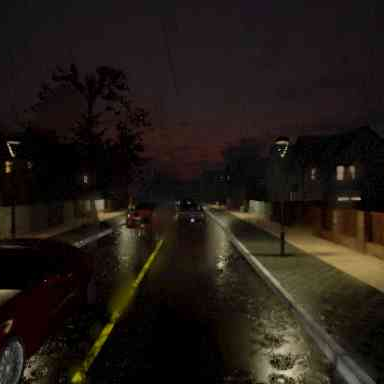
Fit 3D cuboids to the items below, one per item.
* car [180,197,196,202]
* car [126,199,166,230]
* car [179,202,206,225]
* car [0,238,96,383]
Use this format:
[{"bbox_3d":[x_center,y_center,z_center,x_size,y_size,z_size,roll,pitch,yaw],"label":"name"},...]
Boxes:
[{"bbox_3d":[-0.523,1.465,43.503,2.097,1.767,4.553,0,0,-3],"label":"car"},{"bbox_3d":[-2.851,1.380,21.464,2.097,1.767,4.553,0,0,0],"label":"car"},{"bbox_3d":[0.036,1.639,24.586,1.895,1.301,4.718,0,0,0],"label":"car"},{"bbox_3d":[-2.848,1.525,5.149,1.812,1.442,4.674,0,0,0],"label":"car"}]
